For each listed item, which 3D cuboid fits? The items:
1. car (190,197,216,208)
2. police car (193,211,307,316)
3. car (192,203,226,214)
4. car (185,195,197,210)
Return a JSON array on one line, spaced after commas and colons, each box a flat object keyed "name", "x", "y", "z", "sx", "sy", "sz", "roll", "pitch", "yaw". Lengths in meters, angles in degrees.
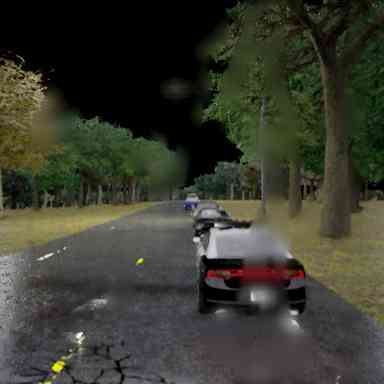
[{"name": "car", "x": 1.082, "y": 1.470, "z": 23.727, "sx": 2.097, "sy": 1.767, "sz": 4.553, "roll": 0, "pitch": 0, "yaw": 0}, {"name": "police car", "x": 1.062, "y": 1.473, "z": 7.863, "sx": 1.930, "sy": 1.638, "sz": 5.238, "roll": 0, "pitch": 0, "yaw": 0}, {"name": "car", "x": 1.075, "y": 1.574, "z": 17.755, "sx": 1.882, "sy": 1.535, "sz": 5.008, "roll": 0, "pitch": 0, "yaw": 0}, {"name": "car", "x": 0.105, "y": 1.644, "z": 46.539, "sx": 1.882, "sy": 1.535, "sz": 5.008, "roll": 0, "pitch": 0, "yaw": 1}]
